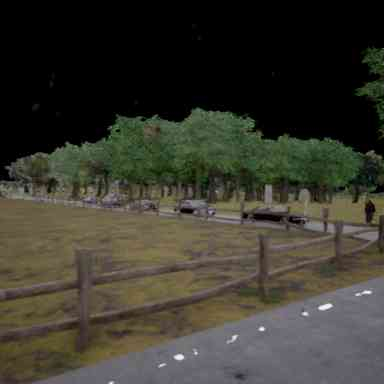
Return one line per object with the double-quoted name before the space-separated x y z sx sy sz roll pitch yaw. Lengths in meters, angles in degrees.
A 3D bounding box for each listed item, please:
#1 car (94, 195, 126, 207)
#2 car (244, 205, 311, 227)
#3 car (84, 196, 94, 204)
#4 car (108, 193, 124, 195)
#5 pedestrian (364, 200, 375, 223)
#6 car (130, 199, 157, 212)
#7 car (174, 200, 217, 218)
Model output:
"car" -11.488 1.521 46.614 2.033 1.411 5.357 2 -1 -35
"car" 5.625 1.585 22.591 1.895 1.301 4.718 2 -1 -36
"car" -18.690 1.540 61.694 1.812 1.442 4.674 2 -1 -35
"car" -12.469 1.260 53.007 2.150 2.045 5.566 2 -1 -36
"pedestrian" 12.435 1.390 23.347 0.375 1.860 0.375 2 -1 -36
"car" -5.479 1.541 38.142 1.994 1.385 4.181 2 -1 -37
"car" 0.235 1.473 30.142 2.128 1.511 4.902 2 -1 -35
